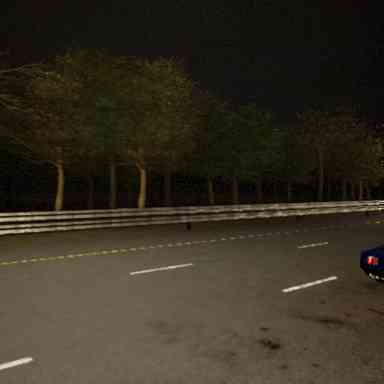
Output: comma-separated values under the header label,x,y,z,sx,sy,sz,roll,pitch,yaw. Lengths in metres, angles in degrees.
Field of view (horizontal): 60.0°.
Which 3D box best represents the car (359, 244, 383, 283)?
label,x,y,z,sx,sy,sz,roll,pitch,yaw
car,6.288,1.587,8.349,4.718,1.301,1.895,0,0,-35
